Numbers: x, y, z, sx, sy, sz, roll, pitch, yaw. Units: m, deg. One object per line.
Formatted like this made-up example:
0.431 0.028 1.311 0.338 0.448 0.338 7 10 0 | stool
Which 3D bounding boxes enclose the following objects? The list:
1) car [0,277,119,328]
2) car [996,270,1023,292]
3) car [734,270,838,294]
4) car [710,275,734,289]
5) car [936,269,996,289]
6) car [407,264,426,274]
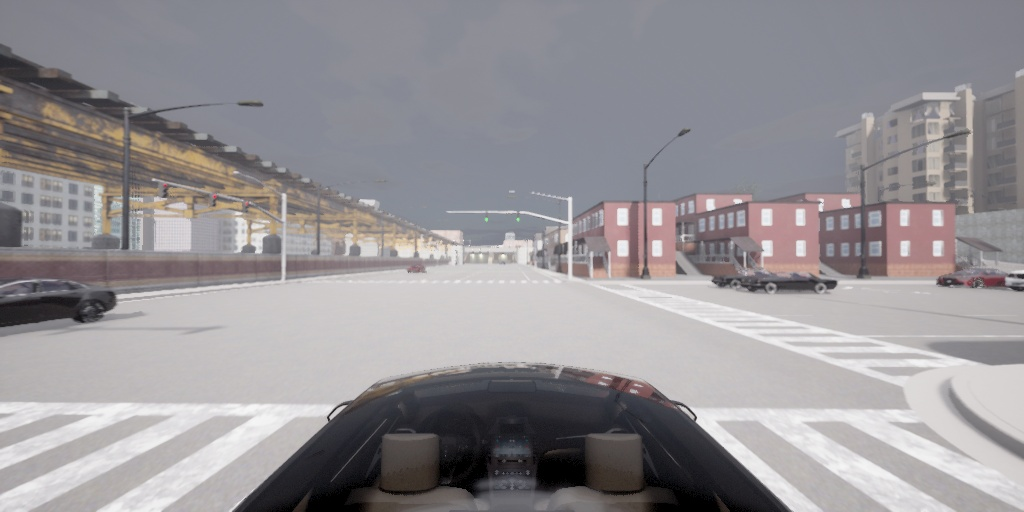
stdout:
-14.002 1.355 9.803 2.128 1.511 4.902 0 -1 0 | car
33.639 1.199 21.653 5.566 2.045 2.150 0 -1 0 | car
16.538 1.581 21.645 4.718 1.301 1.895 0 -1 0 | car
16.657 1.622 25.150 4.718 1.301 1.895 0 -1 1 | car
32.640 1.583 25.147 4.181 1.385 1.994 0 -1 0 | car
-14.023 1.873 52.835 1.882 1.535 5.008 0 0 0 | car
